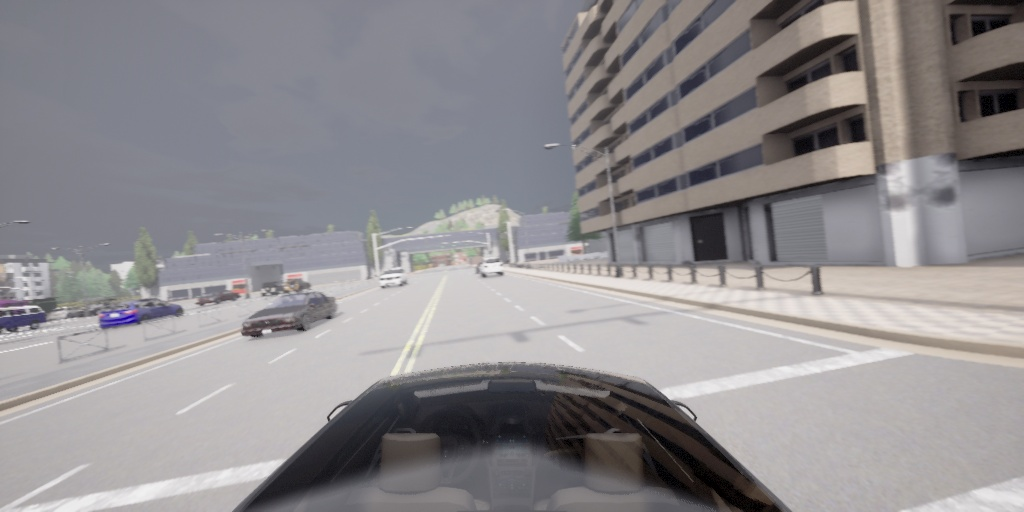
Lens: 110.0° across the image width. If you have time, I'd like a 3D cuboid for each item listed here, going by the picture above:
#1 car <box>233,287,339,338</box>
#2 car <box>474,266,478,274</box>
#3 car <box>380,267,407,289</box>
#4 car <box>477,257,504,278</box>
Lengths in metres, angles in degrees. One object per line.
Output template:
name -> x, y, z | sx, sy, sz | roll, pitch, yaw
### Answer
car -> -8.926, 2.261, 14.992 | 2.033, 1.411, 5.357 | -6, 0, -9
car -> -4.260, 1.699, 51.498 | 2.128, 1.511, 4.902 | -6, 0, -9
car -> -12.907, 2.354, 39.244 | 2.150, 2.045, 5.566 | -6, 0, -9
car -> -2.260, 1.216, 39.364 | 2.150, 2.045, 5.566 | -6, 0, -9
